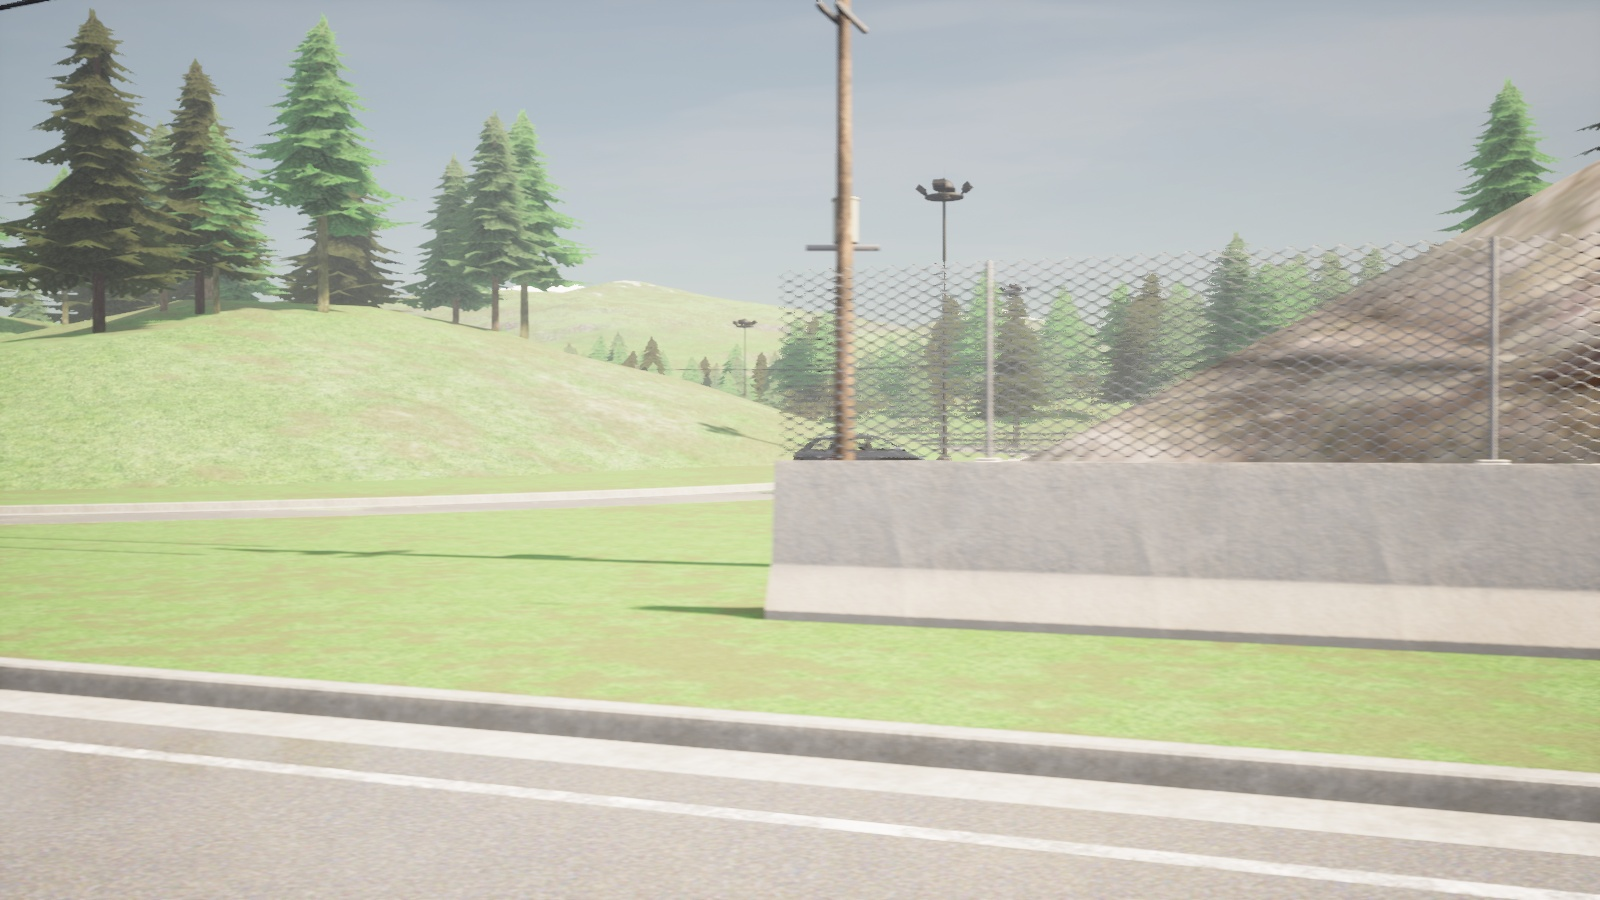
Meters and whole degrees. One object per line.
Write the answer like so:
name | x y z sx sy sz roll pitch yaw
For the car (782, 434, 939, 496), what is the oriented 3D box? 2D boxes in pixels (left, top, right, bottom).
car | 1.620 0.329 32.298 1.816 1.474 4.193 1 1 41
